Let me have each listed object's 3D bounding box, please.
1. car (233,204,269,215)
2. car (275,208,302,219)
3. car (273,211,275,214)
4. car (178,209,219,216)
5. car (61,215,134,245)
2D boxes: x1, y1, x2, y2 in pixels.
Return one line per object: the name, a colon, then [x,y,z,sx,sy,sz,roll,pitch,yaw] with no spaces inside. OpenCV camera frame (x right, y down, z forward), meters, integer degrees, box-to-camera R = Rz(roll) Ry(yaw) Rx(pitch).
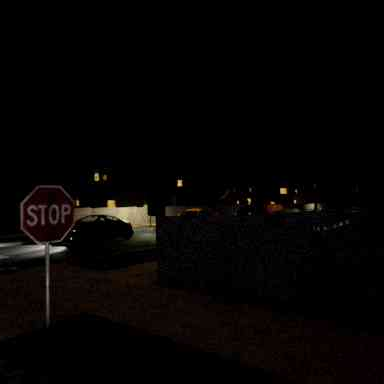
car: [5.795,2.089,32.439,2.097,1.767,4.553,-1,-2,36]
car: [10.482,2.382,33.943,1.895,1.301,4.718,-1,-2,35]
car: [11.549,2.563,40.449,1.895,1.301,4.718,-1,-2,36]
car: [0.196,1.996,24.593,1.882,1.535,5.008,-1,-2,36]
car: [-5.007,1.880,17.304,1.994,1.385,4.181,-1,-2,35]
